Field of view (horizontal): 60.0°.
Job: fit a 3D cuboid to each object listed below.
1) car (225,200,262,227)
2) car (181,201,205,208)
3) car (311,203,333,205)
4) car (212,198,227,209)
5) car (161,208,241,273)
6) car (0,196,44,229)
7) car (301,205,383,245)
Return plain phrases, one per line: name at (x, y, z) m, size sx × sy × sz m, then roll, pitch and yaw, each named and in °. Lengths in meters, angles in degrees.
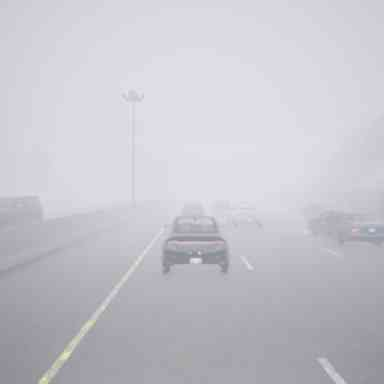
car at (3.586, 1.551, 23.047) m, size 1.812 × 1.442 × 4.674 m, roll 0°, pitch 0°, yaw 0°
car at (0.089, 1.510, 29.423) m, size 1.882 × 1.535 × 5.008 m, roll 0°, pitch 0°, yaw 0°
car at (10.589, 1.578, 27.280) m, size 2.033 × 1.411 × 5.357 m, roll 0°, pitch 0°, yaw 0°
car at (3.582, 1.523, 41.422) m, size 1.882 × 1.535 × 5.008 m, roll 0°, pitch 0°, yaw 0°
car at (0.096, 1.503, 10.714) m, size 2.128 × 1.511 × 4.902 m, roll 0°, pitch 0°, yaw 0°
car at (-10.514, 1.239, 19.031) m, size 2.150 × 2.045 × 5.566 m, roll 0°, pitch 0°, yaw 0°
car at (7.093, 1.565, 15.611) m, size 2.033 × 1.411 × 5.357 m, roll 0°, pitch 0°, yaw 0°
